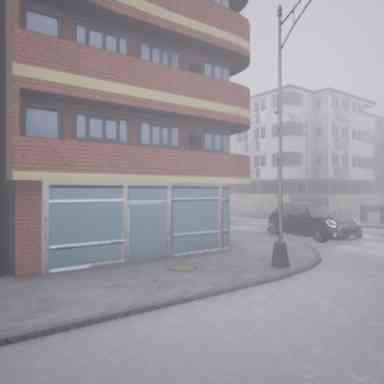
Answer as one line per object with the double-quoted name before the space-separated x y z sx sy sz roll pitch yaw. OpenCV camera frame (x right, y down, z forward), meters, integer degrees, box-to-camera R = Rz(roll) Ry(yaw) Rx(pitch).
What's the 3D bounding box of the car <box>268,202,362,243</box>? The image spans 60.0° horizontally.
"car" 5.780 1.329 16.117 2.097 1.767 4.553 0 0 -27
